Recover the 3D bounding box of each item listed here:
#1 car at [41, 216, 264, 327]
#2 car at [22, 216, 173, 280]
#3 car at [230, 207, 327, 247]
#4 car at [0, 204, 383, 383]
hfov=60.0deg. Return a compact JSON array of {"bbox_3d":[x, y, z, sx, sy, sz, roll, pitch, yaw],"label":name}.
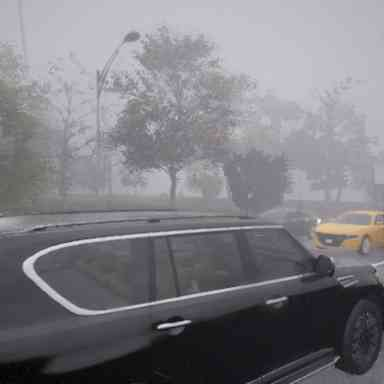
[{"bbox_3d":[-0.691,1.507,7.940,4.902,1.511,2.128,0,0,-40],"label":"car"},{"bbox_3d":[-2.919,1.583,10.581,4.181,1.385,1.994,0,0,-36],"label":"car"},{"bbox_3d":[4.225,1.539,15.896,4.892,1.490,1.837,0,0,-37],"label":"car"},{"bbox_3d":[0.101,1.229,3.913,5.566,2.045,2.150,0,0,-36],"label":"car"}]
